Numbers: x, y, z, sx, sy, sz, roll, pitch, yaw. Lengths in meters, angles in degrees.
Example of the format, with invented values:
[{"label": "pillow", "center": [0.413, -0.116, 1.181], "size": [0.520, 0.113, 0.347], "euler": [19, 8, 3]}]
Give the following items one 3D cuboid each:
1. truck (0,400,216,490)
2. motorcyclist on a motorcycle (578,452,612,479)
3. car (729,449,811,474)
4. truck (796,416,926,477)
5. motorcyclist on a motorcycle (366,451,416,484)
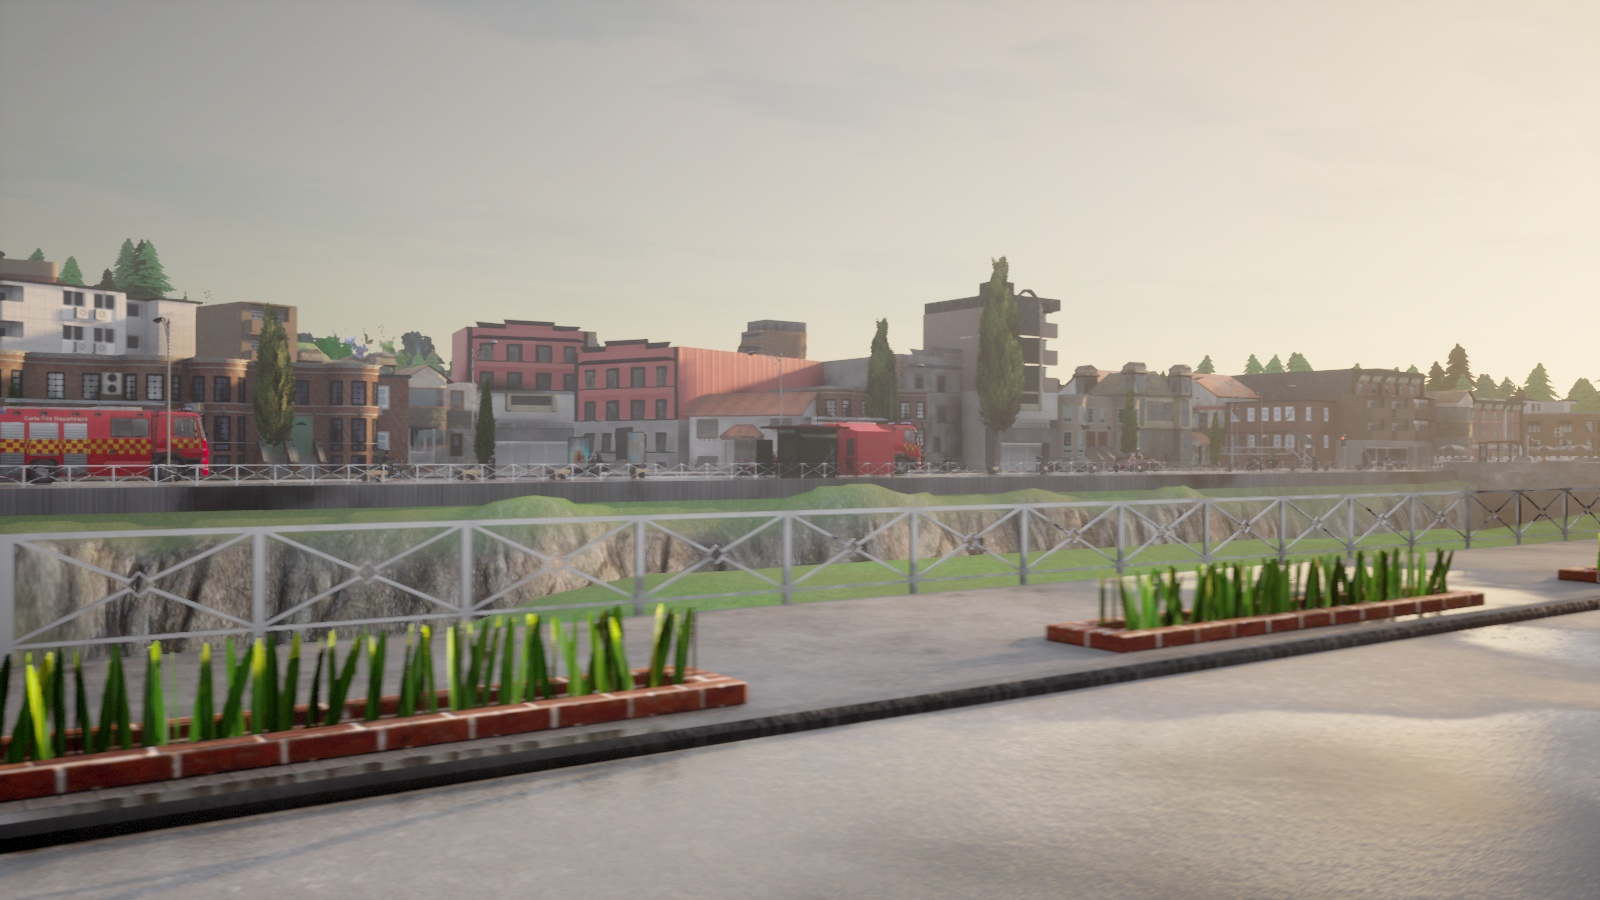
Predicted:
[{"label": "truck", "center": [-31.584, -0.212, 57.460], "size": [8.468, 3.827, 2.891], "euler": [0, 0, -35]}, {"label": "motorcyclist on a motorcycle", "center": [-12.381, 0.911, 75.709], "size": [1.817, 1.590, 0.866], "euler": [0, 0, -35]}, {"label": "car", "center": [-1.942, 0.732, 82.965], "size": [5.027, 1.651, 2.152], "euler": [0, 0, -33]}, {"label": "truck", "center": [4.073, -0.226, 82.324], "size": [8.468, 3.827, 2.891], "euler": [0, 0, -35]}, {"label": "motorcyclist on a motorcycle", "center": [-21.089, 0.899, 64.772], "size": [2.350, 1.649, 0.766], "euler": [0, 0, -35]}]
